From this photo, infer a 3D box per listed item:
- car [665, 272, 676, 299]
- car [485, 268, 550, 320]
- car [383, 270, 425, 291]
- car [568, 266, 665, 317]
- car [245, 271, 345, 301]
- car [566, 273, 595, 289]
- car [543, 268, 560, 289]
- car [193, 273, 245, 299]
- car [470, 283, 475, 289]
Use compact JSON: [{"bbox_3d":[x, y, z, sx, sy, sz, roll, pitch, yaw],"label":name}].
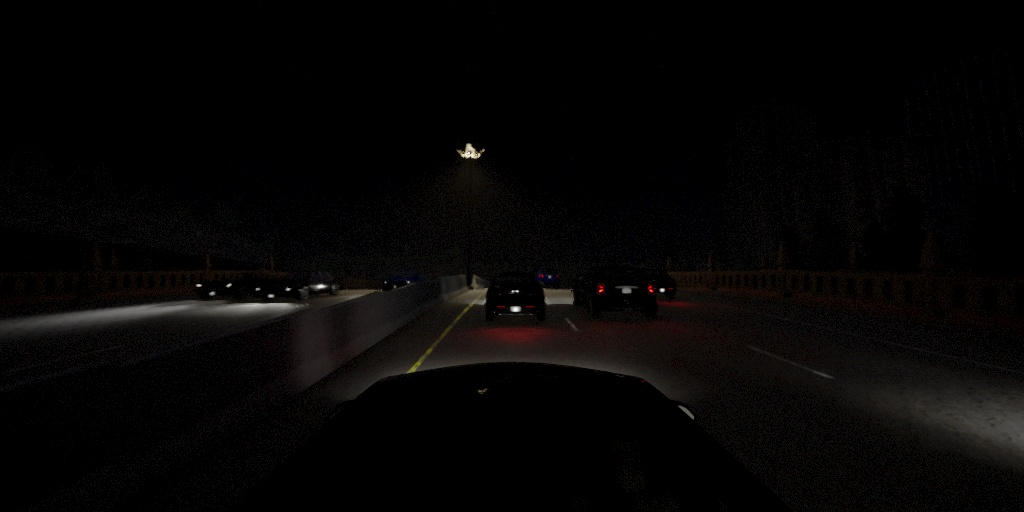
[{"bbox_3d":[7.110,1.445,19.378,1.837,1.490,4.892,0,-2,0],"label":"car"},{"bbox_3d":[0.106,1.291,12.707,1.837,1.490,4.892,0,0,0],"label":"car"},{"bbox_3d":[-7.087,1.677,24.053,1.812,1.442,4.674,0,-3,0],"label":"car"},{"bbox_3d":[3.606,1.146,13.379,2.097,1.767,4.553,0,-1,0],"label":"car"},{"bbox_3d":[-10.590,1.457,18.430,2.033,1.411,5.357,0,-2,0],"label":"car"},{"bbox_3d":[7.120,2.734,37.761,2.128,1.511,4.902,0,-6,0],"label":"car"},{"bbox_3d":[3.620,2.372,36.899,2.150,2.045,5.566,0,-6,0],"label":"car"},{"bbox_3d":[-14.090,1.532,19.084,1.895,1.301,4.718,0,-2,0],"label":"car"},{"bbox_3d":[-6.990,5.573,63.896,1.812,1.442,4.674,0,-6,1],"label":"car"}]
